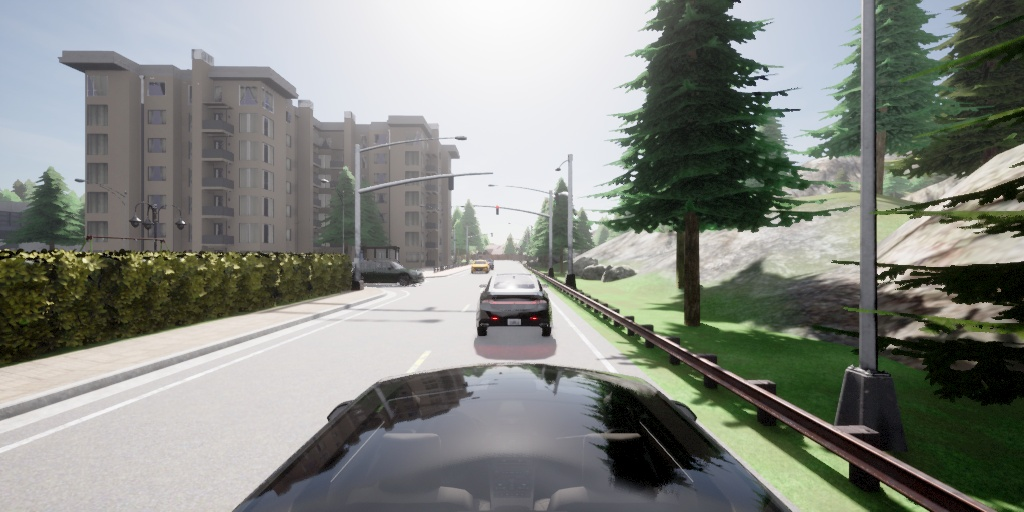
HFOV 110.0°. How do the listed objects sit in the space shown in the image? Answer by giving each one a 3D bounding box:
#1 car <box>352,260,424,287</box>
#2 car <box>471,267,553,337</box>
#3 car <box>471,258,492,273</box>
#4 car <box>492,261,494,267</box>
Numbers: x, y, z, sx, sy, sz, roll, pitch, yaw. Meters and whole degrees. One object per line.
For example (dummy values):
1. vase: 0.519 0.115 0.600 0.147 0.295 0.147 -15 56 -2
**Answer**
1. car: -8.293 1.088 24.210 4.553 1.767 2.097 0 0 4
2. car: 0.058 1.242 10.331 2.128 1.511 4.902 0 0 0
3. car: -3.693 1.227 42.321 1.882 1.535 5.008 0 0 0
4. car: -3.707 1.102 51.932 2.097 1.767 4.553 0 0 0
